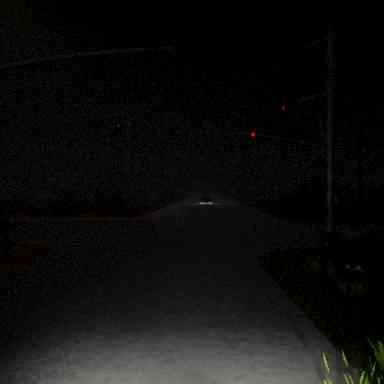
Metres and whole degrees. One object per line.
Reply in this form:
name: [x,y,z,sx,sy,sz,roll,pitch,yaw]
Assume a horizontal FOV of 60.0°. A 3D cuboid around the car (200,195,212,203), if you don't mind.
car: [2.572,1.247,59.221,1.994,1.385,4.181,0,1,3]
